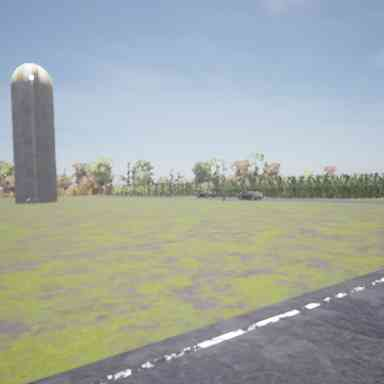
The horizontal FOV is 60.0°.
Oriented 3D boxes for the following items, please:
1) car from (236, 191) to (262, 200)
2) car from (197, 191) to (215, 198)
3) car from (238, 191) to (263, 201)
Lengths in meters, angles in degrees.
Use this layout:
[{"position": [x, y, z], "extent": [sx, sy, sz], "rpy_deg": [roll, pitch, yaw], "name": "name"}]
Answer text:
[{"position": [10.561, 0.617, 61.937], "extent": [1.812, 1.442, 4.674], "rpy_deg": [-3, 1, -35], "name": "car"}, {"position": [2.940, 0.501, 72.378], "extent": [2.128, 1.511, 4.902], "rpy_deg": [-3, 1, -36], "name": "car"}, {"position": [10.132, 0.688, 57.685], "extent": [1.837, 1.490, 4.892], "rpy_deg": [-3, 1, -35], "name": "car"}]
